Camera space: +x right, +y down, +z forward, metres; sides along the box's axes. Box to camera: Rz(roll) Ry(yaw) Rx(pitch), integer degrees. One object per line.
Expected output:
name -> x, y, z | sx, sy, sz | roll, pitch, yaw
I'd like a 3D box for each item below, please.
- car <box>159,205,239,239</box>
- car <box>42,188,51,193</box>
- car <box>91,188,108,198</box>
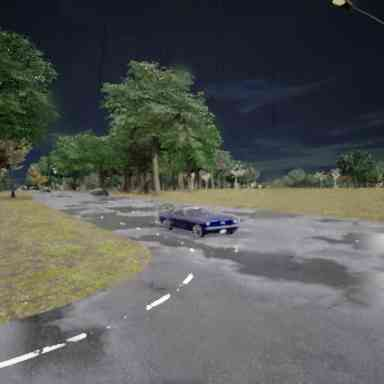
car -> 0.181, 1.339, 16.147 | 1.895, 1.301, 4.718 | -2, 2, -31
car -> -36.743, -0.388, 83.844 | 1.895, 1.301, 4.718 | -2, 2, -29
car -> -15.473, 0.079, 55.497 | 1.882, 1.535, 5.008 | -2, 2, -31
